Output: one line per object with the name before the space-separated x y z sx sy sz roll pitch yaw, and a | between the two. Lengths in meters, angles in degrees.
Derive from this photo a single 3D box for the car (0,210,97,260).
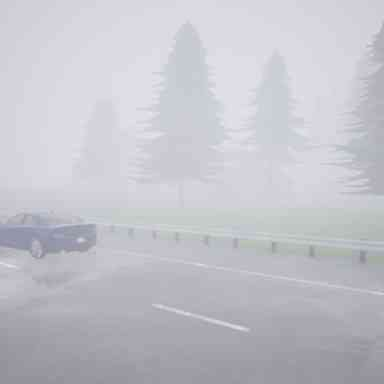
car | -5.647 1.413 12.328 5.008 1.535 1.882 0 0 36
